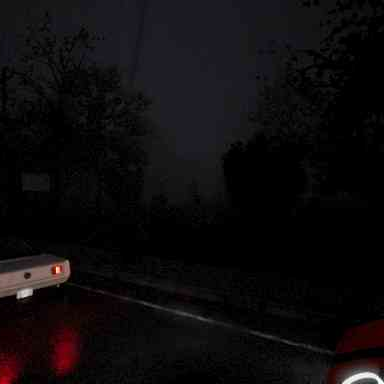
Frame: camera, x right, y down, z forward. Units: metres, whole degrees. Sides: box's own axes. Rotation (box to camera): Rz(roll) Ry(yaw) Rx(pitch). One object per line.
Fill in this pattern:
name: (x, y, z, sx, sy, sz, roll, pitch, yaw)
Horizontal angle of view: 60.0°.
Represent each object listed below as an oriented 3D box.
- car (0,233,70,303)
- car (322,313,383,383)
car: (-4.920, 1.600, 7.494, 4.718, 1.301, 1.895, 0, 0, 35)
car: (3.101, 1.352, 1.815, 4.553, 1.767, 2.097, 0, 0, 35)
